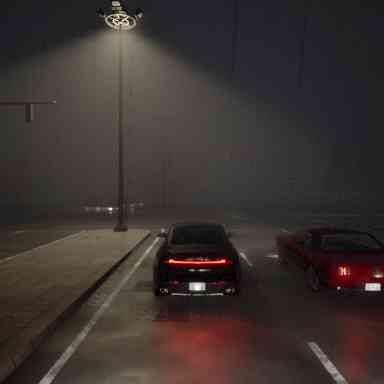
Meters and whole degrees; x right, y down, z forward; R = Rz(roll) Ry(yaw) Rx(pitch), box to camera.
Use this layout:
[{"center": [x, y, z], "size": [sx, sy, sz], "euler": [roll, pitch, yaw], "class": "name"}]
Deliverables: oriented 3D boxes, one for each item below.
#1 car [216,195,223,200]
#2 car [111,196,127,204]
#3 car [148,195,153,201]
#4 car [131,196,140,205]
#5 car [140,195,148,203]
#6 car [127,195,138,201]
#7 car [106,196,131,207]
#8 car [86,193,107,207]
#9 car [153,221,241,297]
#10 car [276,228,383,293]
[{"center": [7.845, 1.552, 94.732], "size": [1.994, 1.385, 4.181], "euler": [0, 0, 2], "class": "car"}, {"center": [-14.589, 1.546, 66.687], "size": [2.033, 1.411, 5.357], "euler": [0, 0, 1], "class": "car"}, {"center": [-10.958, 1.545, 82.975], "size": [1.994, 1.385, 4.181], "euler": [0, 0, 1], "class": "car"}, {"center": [-11.193, 1.502, 60.396], "size": [1.837, 1.490, 4.892], "euler": [0, 1, 1], "class": "car"}, {"center": [-11.064, 1.595, 69.731], "size": [1.895, 1.301, 4.718], "euler": [0, 0, 0], "class": "car"}, {"center": [-14.482, 1.552, 81.435], "size": [1.994, 1.385, 4.181], "euler": [0, 0, 1], "class": "car"}, {"center": [-11.274, 1.601, 51.391], "size": [1.895, 1.301, 4.718], "euler": [0, 0, 0], "class": "car"}, {"center": [-14.767, 1.215, 51.932], "size": [2.150, 2.045, 5.566], "euler": [0, 1, 0], "class": "car"}, {"center": [0.126, 1.505, 8.587], "size": [1.837, 1.490, 4.892], "euler": [0, 0, 1], "class": "car"}, {"center": [3.629, 1.601, 8.832], "size": [1.895, 1.301, 4.718], "euler": [0, 0, 1], "class": "car"}]
